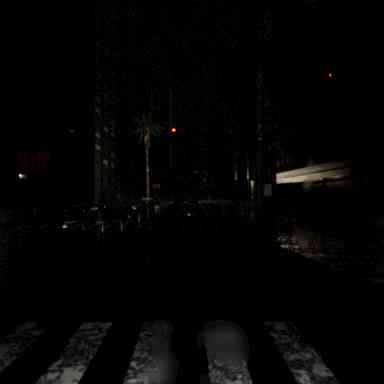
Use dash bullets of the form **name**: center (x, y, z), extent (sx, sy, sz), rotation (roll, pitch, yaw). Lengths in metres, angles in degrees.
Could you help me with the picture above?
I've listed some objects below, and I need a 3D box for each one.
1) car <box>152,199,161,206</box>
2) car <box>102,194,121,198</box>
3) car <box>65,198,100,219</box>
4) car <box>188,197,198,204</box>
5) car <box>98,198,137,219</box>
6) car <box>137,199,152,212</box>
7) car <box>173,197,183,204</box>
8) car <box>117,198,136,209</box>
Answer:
- **car**: center (-6.425, 1.754, 56.173), extent (1.895, 1.301, 4.718), rotation (0, 0, 0)
- **car**: center (-9.755, 1.312, 39.900), extent (2.150, 2.045, 5.566), rotation (0, 0, 0)
- **car**: center (-9.774, 1.537, 29.915), extent (1.882, 1.535, 5.008), rotation (0, 0, 0)
- **car**: center (0.275, 1.776, 69.874), extent (1.994, 1.385, 4.181), rotation (0, 0, 0)
- **car**: center (-6.529, 1.537, 29.649), extent (1.882, 1.535, 5.008), rotation (0, 0, 0)
- **car**: center (-6.502, 1.582, 39.990), extent (2.128, 1.511, 4.902), rotation (0, 0, 0)
- **car**: center (-2.975, 1.776, 69.857), extent (1.994, 1.385, 4.181), rotation (0, 0, 0)
- **car**: center (-9.714, 1.691, 49.821), extent (1.994, 1.385, 4.181), rotation (0, 0, 0)
